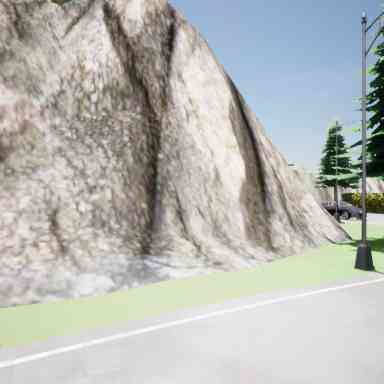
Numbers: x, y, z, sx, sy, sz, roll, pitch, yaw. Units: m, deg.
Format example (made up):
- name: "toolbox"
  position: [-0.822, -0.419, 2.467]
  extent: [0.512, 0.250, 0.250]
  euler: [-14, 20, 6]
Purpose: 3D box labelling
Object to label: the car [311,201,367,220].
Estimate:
- name: "car"
  position: [12.383, 1.492, 28.311]
  extent: [2.128, 1.511, 4.902]
  euler: [0, 0, -26]
